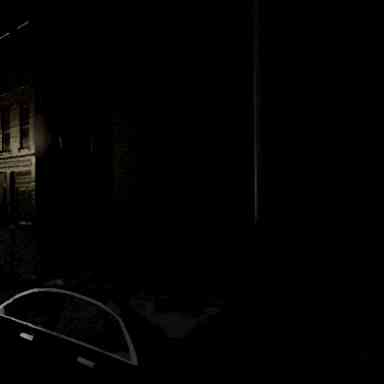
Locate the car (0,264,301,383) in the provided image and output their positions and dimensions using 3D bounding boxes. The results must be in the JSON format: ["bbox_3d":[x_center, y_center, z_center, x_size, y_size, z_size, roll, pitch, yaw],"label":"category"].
[{"bbox_3d":[-1.074,1.552,3.761,4.403,1.369,2.008,0,-1,36],"label":"car"}]
